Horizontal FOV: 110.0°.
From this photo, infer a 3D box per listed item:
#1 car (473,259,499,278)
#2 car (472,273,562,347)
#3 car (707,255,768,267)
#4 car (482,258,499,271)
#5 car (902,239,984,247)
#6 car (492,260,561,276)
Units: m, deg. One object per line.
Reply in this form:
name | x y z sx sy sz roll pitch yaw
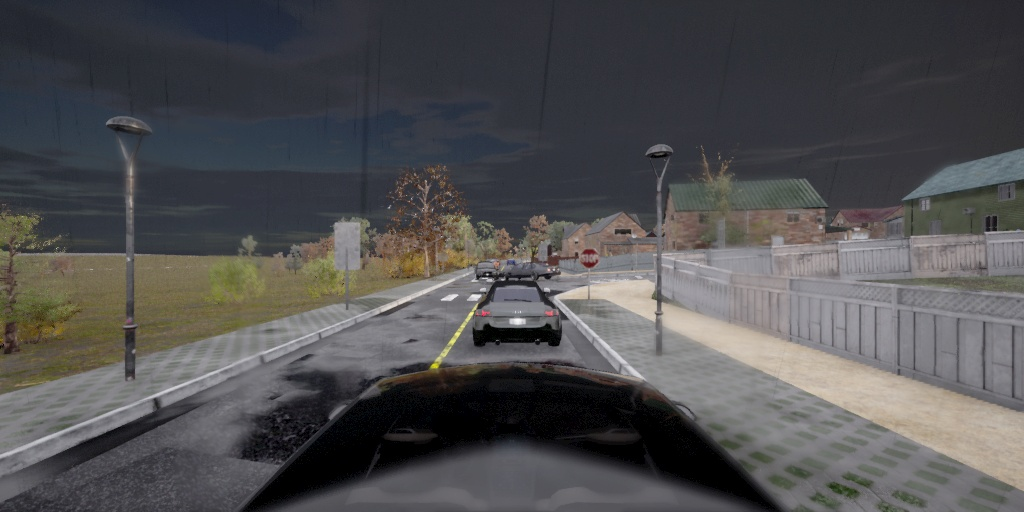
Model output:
car | -2.314 1.257 31.287 1.837 1.490 4.892 0 0 -8
car | 0.086 1.313 9.366 1.994 1.385 4.181 0 0 -1
car | 14.343 0.413 22.788 4.181 1.385 1.994 -3 0 16
car | -2.952 1.120 51.104 2.097 1.767 4.553 0 0 1
car | 23.848 -0.208 20.386 4.902 1.511 2.128 -3 0 14
car | 1.280 1.197 28.383 5.357 1.411 2.033 -4 -3 43
